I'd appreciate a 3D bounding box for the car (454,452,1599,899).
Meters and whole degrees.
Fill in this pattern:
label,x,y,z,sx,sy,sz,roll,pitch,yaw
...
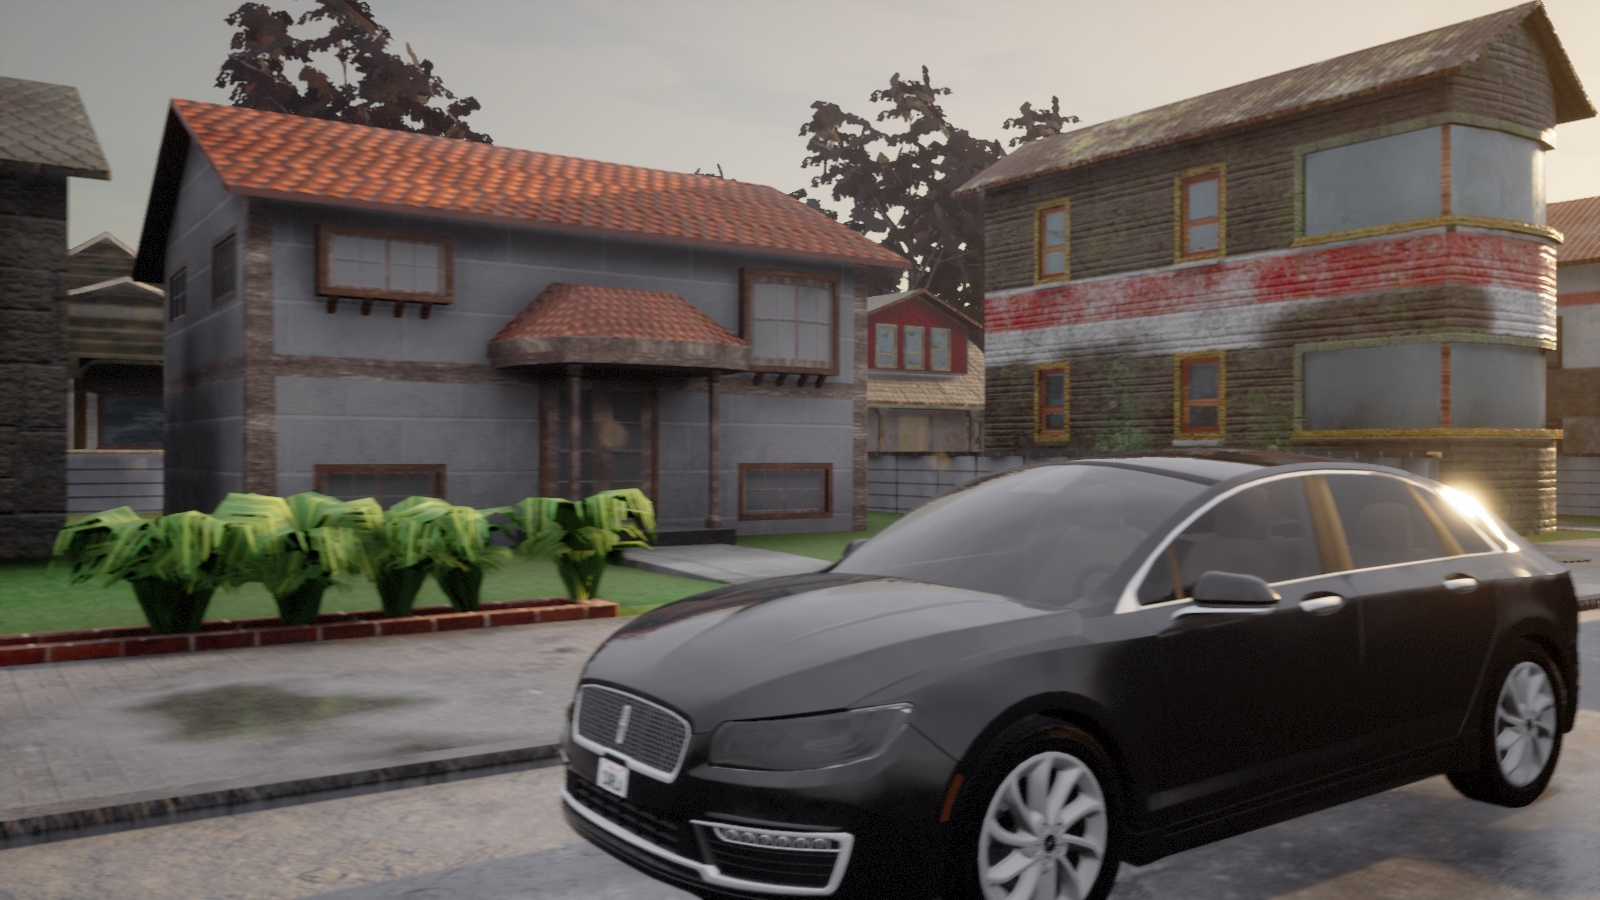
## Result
label,x,y,z,sx,sy,sz,roll,pitch,yaw
car,1.288,0.760,5.164,4.892,1.490,1.837,0,0,-35
